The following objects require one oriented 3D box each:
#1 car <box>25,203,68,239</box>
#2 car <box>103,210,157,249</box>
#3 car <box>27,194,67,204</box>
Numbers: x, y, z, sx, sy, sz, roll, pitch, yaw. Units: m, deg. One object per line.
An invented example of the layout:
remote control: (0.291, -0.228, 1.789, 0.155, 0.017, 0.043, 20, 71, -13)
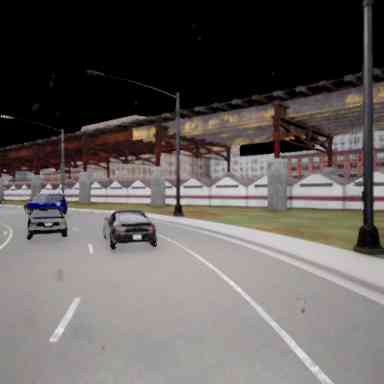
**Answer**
car: (-7.706, 1.541, 17.542, 2.033, 1.411, 5.357, 0, 0, -26)
car: (-2.792, 1.504, 14.529, 1.812, 1.442, 4.674, 0, 0, -19)
car: (-13.857, 1.211, 31.582, 5.566, 2.045, 2.150, 0, 0, 44)
